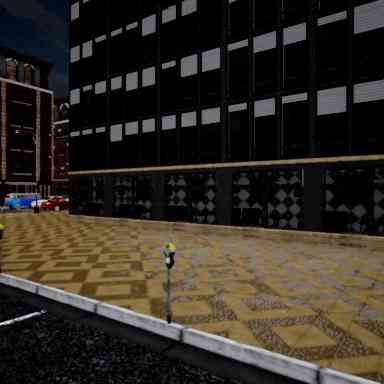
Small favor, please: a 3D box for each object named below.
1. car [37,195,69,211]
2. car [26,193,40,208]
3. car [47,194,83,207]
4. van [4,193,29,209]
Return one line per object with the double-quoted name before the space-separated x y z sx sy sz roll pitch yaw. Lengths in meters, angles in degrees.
"car" -13.582 1.269 35.145 1.887 1.381 4.507 1 1 35
"car" -16.852 1.214 39.942 1.812 1.442 4.674 0 1 35
"car" -16.824 1.079 44.269 1.967 1.590 4.097 1 1 35
"van" -20.059 1.050 39.628 1.690 1.788 3.998 1 1 35
